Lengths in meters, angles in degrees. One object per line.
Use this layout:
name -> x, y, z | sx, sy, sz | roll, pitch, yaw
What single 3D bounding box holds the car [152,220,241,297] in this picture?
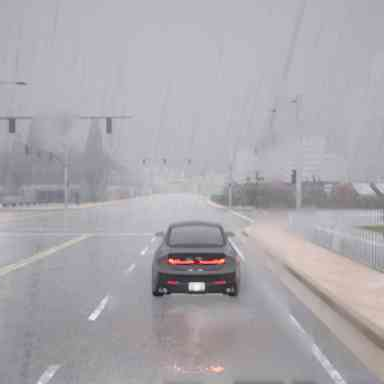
car -> 0.083, 1.476, 8.517 | 1.837, 1.490, 4.892 | 0, 0, 0
